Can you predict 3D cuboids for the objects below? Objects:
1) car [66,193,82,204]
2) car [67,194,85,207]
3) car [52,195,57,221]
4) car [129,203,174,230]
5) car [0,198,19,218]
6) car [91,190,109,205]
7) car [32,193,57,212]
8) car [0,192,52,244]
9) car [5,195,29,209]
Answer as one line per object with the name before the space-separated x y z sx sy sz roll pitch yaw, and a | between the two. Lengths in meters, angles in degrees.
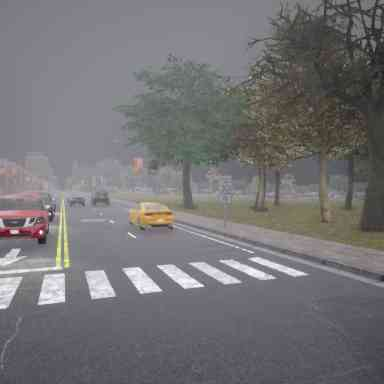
car | -18.953 0.984 53.294 2.128 1.511 4.902 0 1 -21
car | -15.232 1.109 43.981 1.837 1.490 4.892 0 1 -21
car | -11.528 1.049 24.957 2.150 2.045 5.566 0 1 -21
car | -2.627 1.384 20.489 1.882 1.535 5.008 0 1 -21
car | -16.434 1.313 28.655 2.033 1.411 5.357 0 1 -21
car | -13.270 0.793 47.915 2.150 2.045 5.566 0 1 -21
car | -15.204 1.059 34.541 2.097 1.767 4.553 0 1 -21
car | -7.802 1.152 15.287 2.150 2.045 5.566 0 0 -22
car | -20.411 1.143 38.931 1.837 1.490 4.892 0 0 -21
